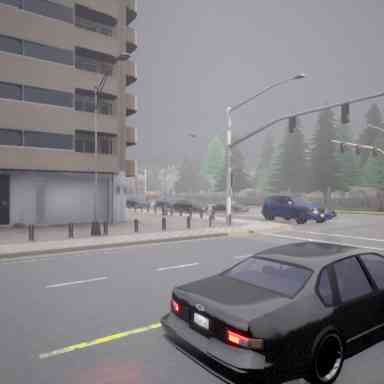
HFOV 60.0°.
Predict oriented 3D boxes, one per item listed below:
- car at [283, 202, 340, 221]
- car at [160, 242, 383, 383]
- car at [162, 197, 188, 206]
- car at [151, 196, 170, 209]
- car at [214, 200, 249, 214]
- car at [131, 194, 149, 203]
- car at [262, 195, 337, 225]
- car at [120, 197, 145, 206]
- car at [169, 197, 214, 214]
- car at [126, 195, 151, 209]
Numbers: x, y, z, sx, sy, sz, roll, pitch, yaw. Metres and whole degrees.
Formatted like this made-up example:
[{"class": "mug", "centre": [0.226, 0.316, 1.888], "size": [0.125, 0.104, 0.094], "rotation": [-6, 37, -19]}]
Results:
[{"class": "car", "centre": [10.073, 1.616, 28.365], "size": [1.994, 1.385, 4.181], "rotation": [0, 0, -36]}, {"class": "car", "centre": [2.162, 1.547, 5.320], "size": [5.357, 1.411, 2.033], "rotation": [0, 0, -35]}, {"class": "car", "centre": [-3.118, 1.602, 59.017], "size": [2.033, 1.411, 5.357], "rotation": [0, 0, -35]}, {"class": "car", "centre": [-3.375, 1.406, 47.059], "size": [2.097, 1.767, 4.553], "rotation": [0, 0, -36]}, {"class": "car", "centre": [4.169, 1.580, 36.570], "size": [1.812, 1.442, 4.674], "rotation": [0, 0, -36]}, {"class": "car", "centre": [-10.952, 1.407, 69.855], "size": [2.097, 1.767, 4.553], "rotation": [0, 0, -36]}, {"class": "car", "centre": [7.567, 1.268, 24.822], "size": [2.150, 2.045, 5.566], "rotation": [1, -1, -26]}, {"class": "car", "centre": [-10.174, 1.602, 56.572], "size": [2.033, 1.411, 5.357], "rotation": [0, 0, -35]}, {"class": "car", "centre": [-0.113, 1.561, 36.525], "size": [1.837, 1.490, 4.892], "rotation": [0, 0, -36]}, {"class": "car", "centre": [-7.488, 1.559, 46.784], "size": [1.837, 1.490, 4.892], "rotation": [0, 0, -36]}]
